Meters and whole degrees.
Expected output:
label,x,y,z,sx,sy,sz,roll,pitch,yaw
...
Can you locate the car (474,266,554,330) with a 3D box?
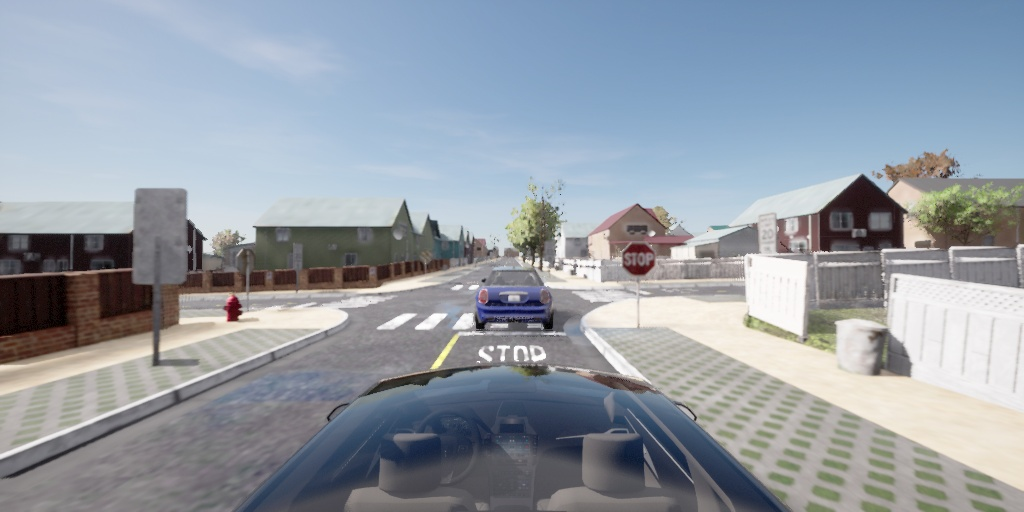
label,x,y,z,sx,sy,sz,roll,pitch,yaw
car,0.065,1.095,11.244,2.097,1.767,4.553,0,0,0
